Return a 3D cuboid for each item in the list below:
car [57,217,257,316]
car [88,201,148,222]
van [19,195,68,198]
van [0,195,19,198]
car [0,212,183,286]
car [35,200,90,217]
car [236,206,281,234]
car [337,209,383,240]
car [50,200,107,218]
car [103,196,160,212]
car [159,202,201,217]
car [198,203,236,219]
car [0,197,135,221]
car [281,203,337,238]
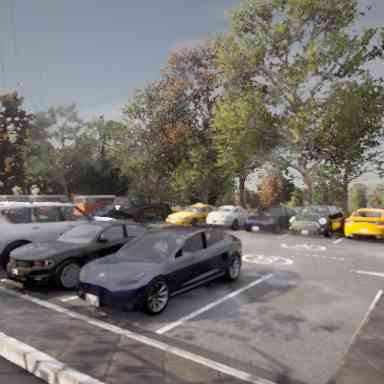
[{"bbox_3d":[-0.486,1.636,8.232,2.163,1.488,4.792,0,0,36],"label":"car"},{"bbox_3d":[-6.260,1.596,28.578,2.163,1.488,4.792,0,0,36],"label":"car"},{"bbox_3d":[-15.258,1.358,35.004,1.878,1.987,4.442,0,0,36],"label":"van"},{"bbox_3d":[-19.624,1.392,38.448,1.878,1.987,4.442,0,0,36],"label":"van"},{"bbox_3d":[-2.713,1.601,9.890,2.097,1.535,5.008,0,0,36],"label":"car"},{"bbox_3d":[-12.949,1.600,33.499,2.163,1.488,4.792,0,0,36],"label":"car"},{"bbox_3d":[4.951,1.623,20.446,2.163,1.488,4.792,0,0,36],"label":"car"},{"bbox_3d":[9.351,1.604,17.286,2.097,1.535,5.008,0,0,36],"label":"car"},{"bbox_3d":[-10.812,1.594,31.950,2.163,1.488,4.792,0,0,36],"label":"car"},{"bbox_3d":[-3.984,1.321,26.998,2.435,2.045,5.566,0,0,36],"label":"car"},{"bbox_3d":[0.374,1.580,23.573,1.946,1.575,5.366,0,0,36],"label":"car"},{"bbox_3d":[2.724,1.628,22.094,2.002,1.452,4.674,0,0,36],"label":"car"},{"bbox_3d":[-4.946,1.345,11.538,2.435,2.045,5.566,0,0,36],"label":"car"},{"bbox_3d":[7.129,1.473,18.942,2.185,1.767,4.553,0,0,36],"label":"car"}]
